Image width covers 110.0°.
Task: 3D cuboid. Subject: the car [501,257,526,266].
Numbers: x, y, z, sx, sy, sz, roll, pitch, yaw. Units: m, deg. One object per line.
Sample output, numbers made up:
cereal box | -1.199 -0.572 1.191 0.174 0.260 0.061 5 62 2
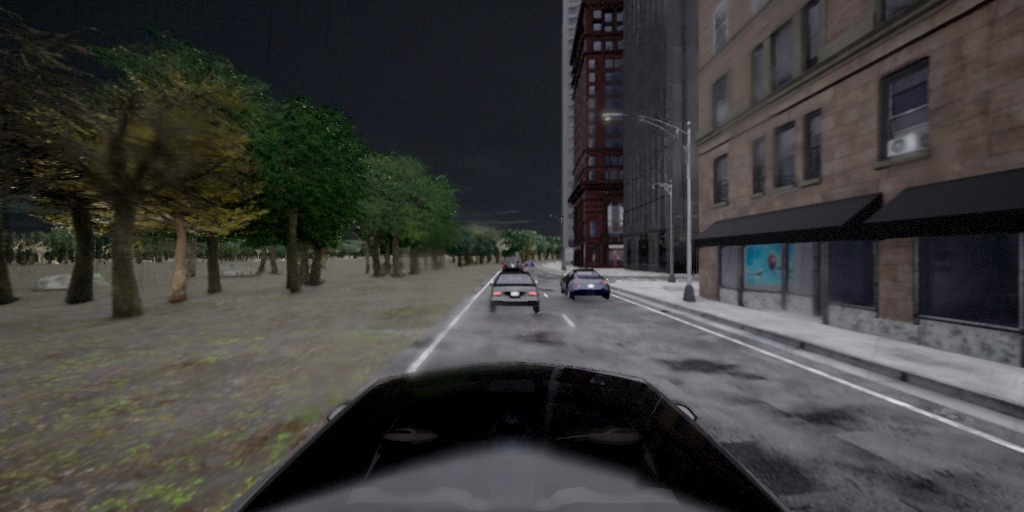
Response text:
car | 0.083 1.083 37.554 2.150 2.045 5.566 0 0 0

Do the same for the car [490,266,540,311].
car | 0.095 1.313 14.418 2.033 1.411 5.357 0 0 0

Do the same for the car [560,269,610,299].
car | 3.625 1.346 18.346 1.994 1.385 4.181 0 0 1
